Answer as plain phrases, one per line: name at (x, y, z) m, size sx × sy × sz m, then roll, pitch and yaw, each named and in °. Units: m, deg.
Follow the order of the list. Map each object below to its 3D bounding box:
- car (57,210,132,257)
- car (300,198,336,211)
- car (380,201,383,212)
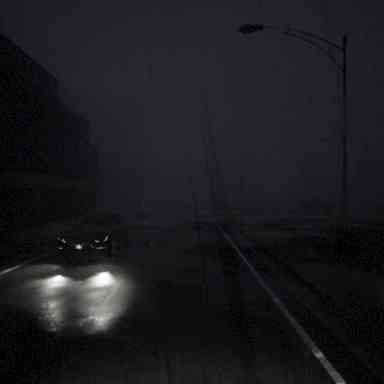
car at (-3.583, 1.498, 12.961) m, size 1.837 × 1.490 × 4.892 m, roll 0°, pitch 0°, yaw 0°
car at (13.888, 1.367, 36.686) m, size 3.633 × 1.501 × 1.845 m, roll 0°, pitch 0°, yaw 0°
car at (21.308, 1.378, 33.706) m, size 3.806 × 1.475 × 1.970 m, roll 0°, pitch 0°, yaw 0°
